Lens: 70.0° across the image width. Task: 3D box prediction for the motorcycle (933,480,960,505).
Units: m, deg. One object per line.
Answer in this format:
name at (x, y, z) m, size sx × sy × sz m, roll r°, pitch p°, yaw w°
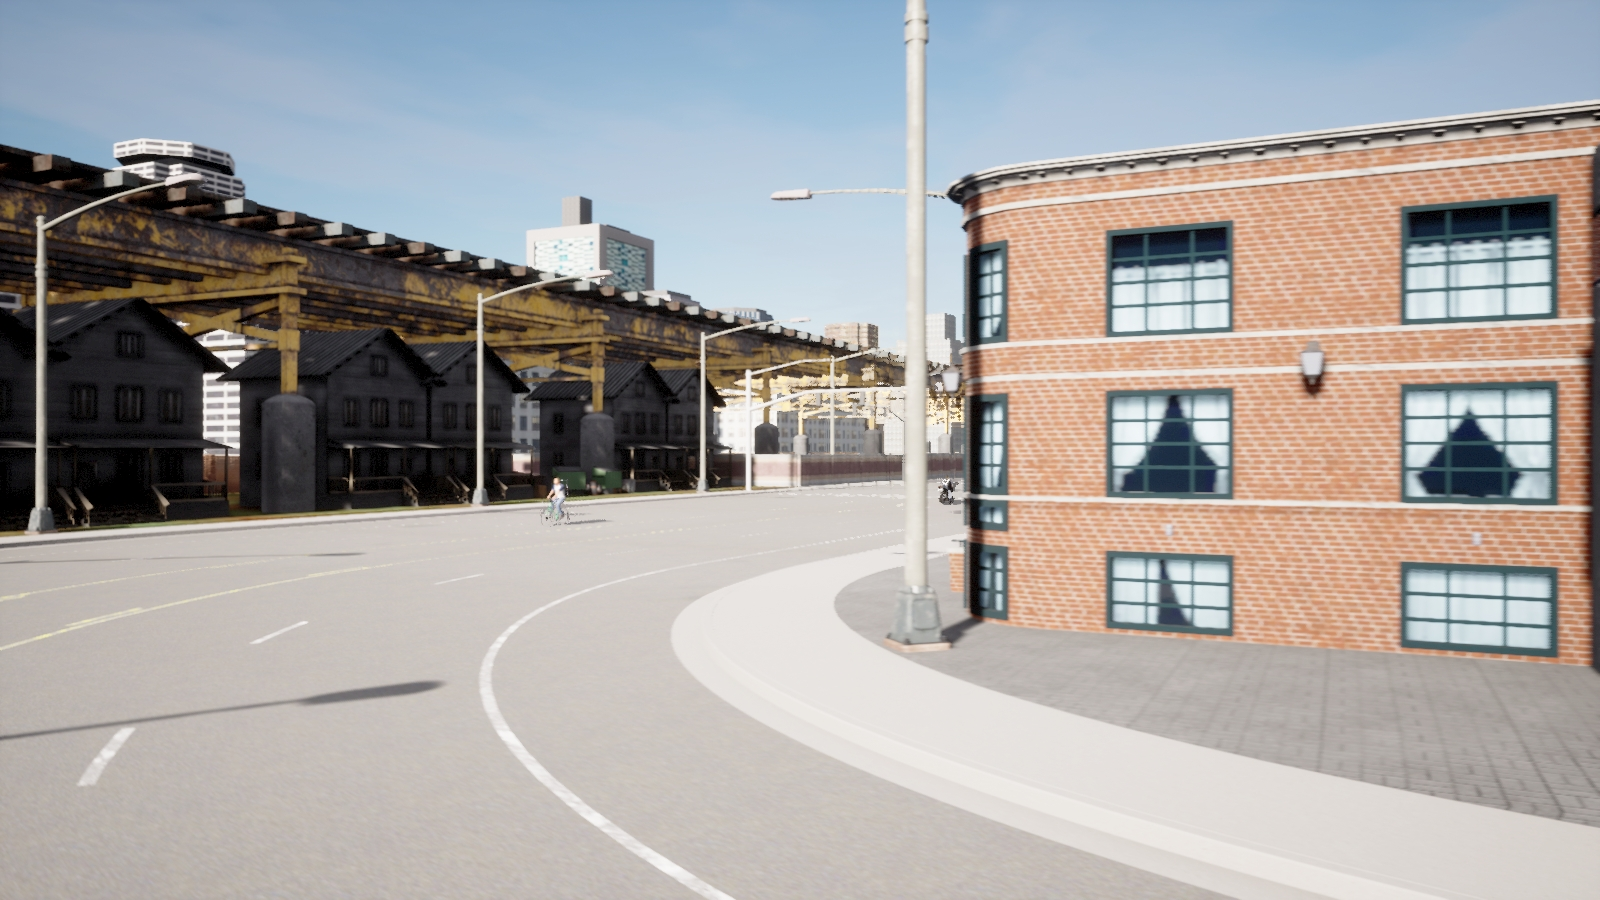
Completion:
motorcycle at (7.684, 2.200, 59.884) m, size 0.803 × 1.224 × 2.033 m, roll 0°, pitch 0°, yaw 27°
